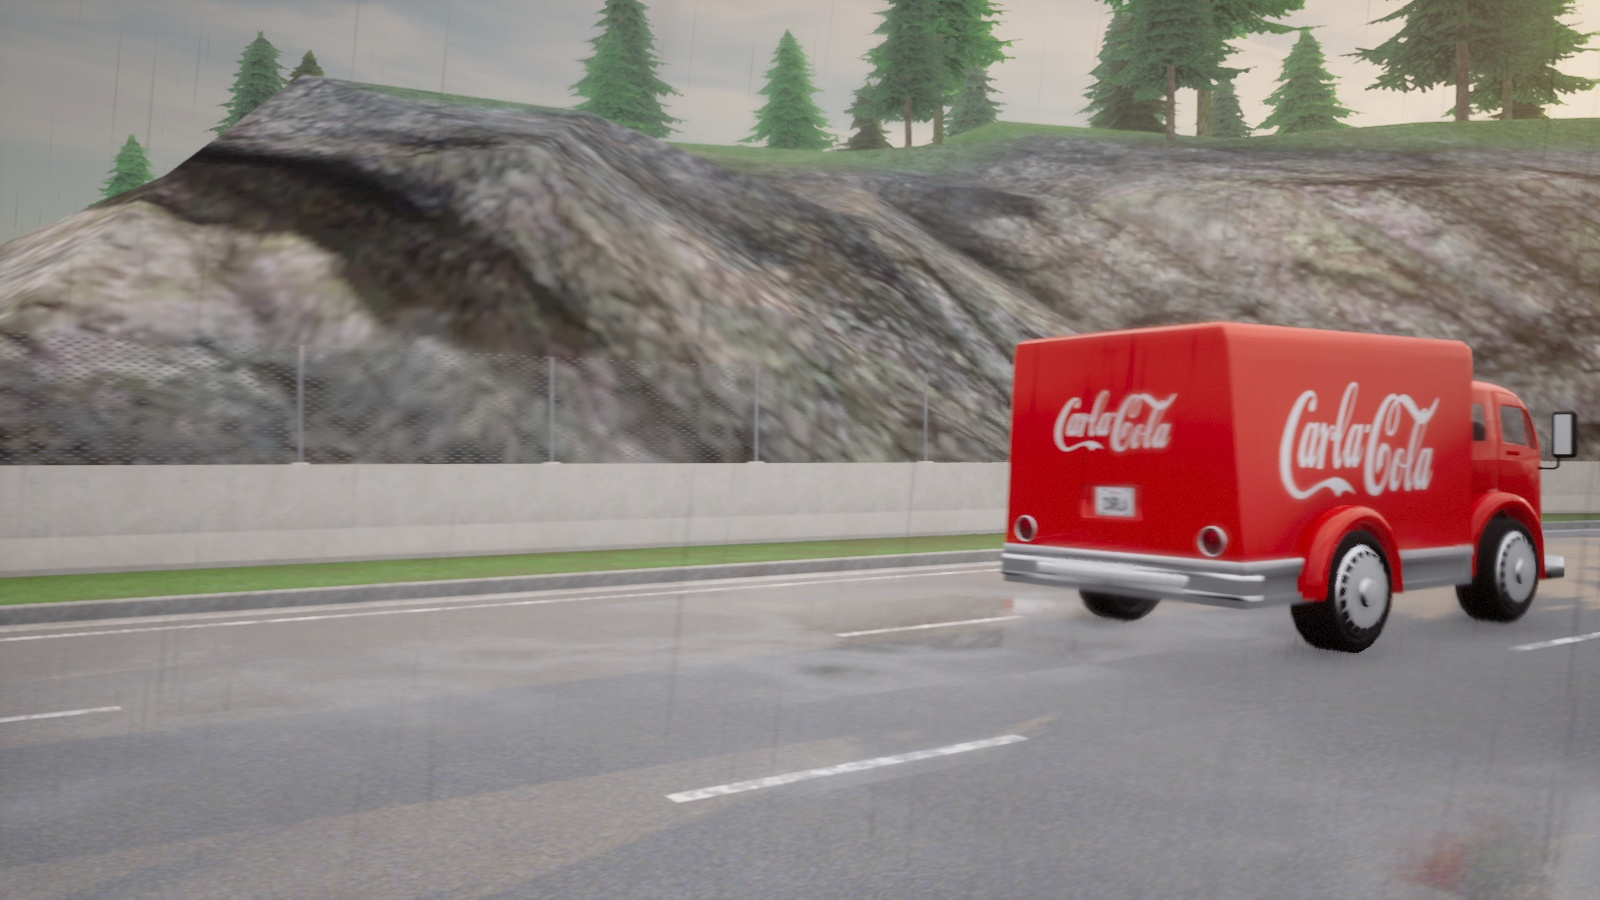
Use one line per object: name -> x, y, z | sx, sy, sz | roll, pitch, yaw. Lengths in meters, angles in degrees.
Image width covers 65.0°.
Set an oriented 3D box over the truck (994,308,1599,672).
truck -> 4.537, 0.276, 11.083 | 5.204, 2.467, 2.627 | 0, 0, -35
